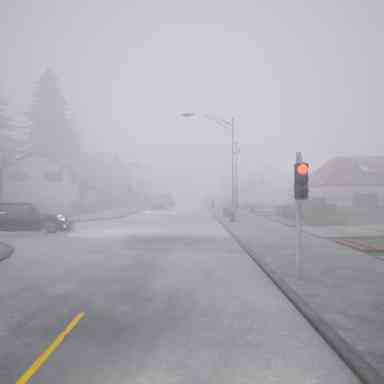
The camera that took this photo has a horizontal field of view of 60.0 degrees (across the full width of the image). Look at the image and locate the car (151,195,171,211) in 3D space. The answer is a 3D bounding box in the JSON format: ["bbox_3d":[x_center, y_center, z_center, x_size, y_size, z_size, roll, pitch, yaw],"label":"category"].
[{"bbox_3d":[-4.043,1.504,41.749,1.837,1.490,4.892,0,0,0],"label":"car"}]

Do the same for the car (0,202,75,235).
[{"bbox_3d":[-8.828,1.351,18.150,4.553,1.767,2.097,0,0,-4],"label":"car"}]

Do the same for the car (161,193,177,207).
[{"bbox_3d":[-4.026,1.221,52.244,2.150,2.045,5.566,0,0,0],"label":"car"}]

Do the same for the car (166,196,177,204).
[{"bbox_3d":[-3.961,1.525,64.462,1.812,1.442,4.674,0,0,1],"label":"car"}]
